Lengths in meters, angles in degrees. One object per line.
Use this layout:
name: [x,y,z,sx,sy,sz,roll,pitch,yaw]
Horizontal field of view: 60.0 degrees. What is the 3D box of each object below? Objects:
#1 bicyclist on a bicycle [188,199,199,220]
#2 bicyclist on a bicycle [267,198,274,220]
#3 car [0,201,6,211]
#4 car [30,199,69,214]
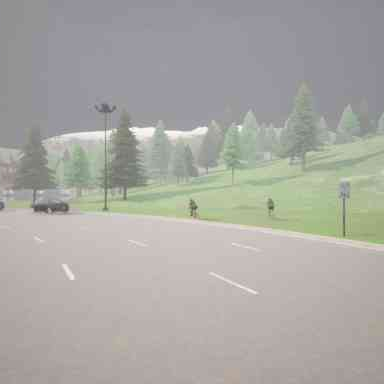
bicyclist on a bicycle: [0.070,1.335,25.193,0.582,1.620,1.656,-4,3,-29]
bicyclist on a bicycle: [5.946,1.306,25.132,0.582,1.620,1.656,0,-2,-1]
car: [-24.335,1.526,39.651,4.674,1.442,1.812,0,0,23]
car: [-15.013,1.478,34.956,5.008,1.535,1.882,0,0,34]
